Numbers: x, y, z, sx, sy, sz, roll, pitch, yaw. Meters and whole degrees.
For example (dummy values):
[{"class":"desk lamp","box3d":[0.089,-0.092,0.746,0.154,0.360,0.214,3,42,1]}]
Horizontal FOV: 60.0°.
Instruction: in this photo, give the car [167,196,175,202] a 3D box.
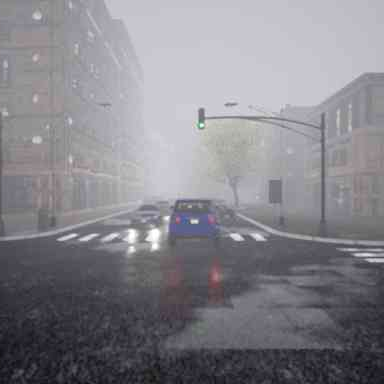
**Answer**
[{"class":"car","box3d":[-5.677,1.861,90.447,1.887,1.381,4.507,0,0,0]}]

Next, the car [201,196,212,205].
[{"class":"car","box3d":[2.699,1.630,61.960,1.967,1.590,4.097,0,0,0]}]

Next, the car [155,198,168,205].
[{"class":"car","box3d":[-5.681,1.756,61.963,1.947,1.339,4.313,0,0,0]}]

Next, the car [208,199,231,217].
[{"class":"car","box3d":[2.695,1.529,33.476,1.967,1.590,4.097,0,0,0]}]

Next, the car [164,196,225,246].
[{"class":"car","box3d":[0.103,1.256,15.676,2.150,2.045,5.566,0,0,0]}]

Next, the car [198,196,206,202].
[{"class":"car","box3d":[2.704,1.866,90.443,2.008,1.369,4.403,0,0,0]}]

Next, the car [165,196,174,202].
[{"class":"car","box3d":[-5.678,1.814,84.580,1.752,1.417,4.829,0,0,0]}]

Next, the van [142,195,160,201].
[{"class":"van","box3d":[-5.684,1.467,44.873,1.690,1.788,3.998,0,0,0]}]

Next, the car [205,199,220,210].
[{"class":"car","box3d":[2.697,1.707,44.869,1.802,1.307,4.206,0,0,0]}]

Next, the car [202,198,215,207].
[{"class":"car","box3d":[2.699,1.718,56.263,2.008,1.369,4.403,0,0,0]}]

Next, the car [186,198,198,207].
[{"class":"car","box3d":[0.010,1.688,54.961,1.812,1.442,4.674,0,0,0]}]

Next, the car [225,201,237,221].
[{"class":"car","box3d":[2.694,1.622,27.779,2.008,1.369,4.403,0,0,0]}]

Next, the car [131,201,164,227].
[{"class":"car","box3d":[-3.062,1.583,23.385,1.812,1.442,4.674,0,0,-1]}]

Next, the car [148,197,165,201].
[{"class":"car","box3d":[-3.081,1.597,34.334,1.837,1.490,4.892,0,0,0]}]

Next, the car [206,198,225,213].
[{"class":"car","box3d":[2.696,1.547,39.172,1.967,1.590,4.097,0,0,0]}]

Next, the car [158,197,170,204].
[{"class":"car","box3d":[-5.680,1.765,67.659,2.008,1.369,4.403,0,0,0]}]
